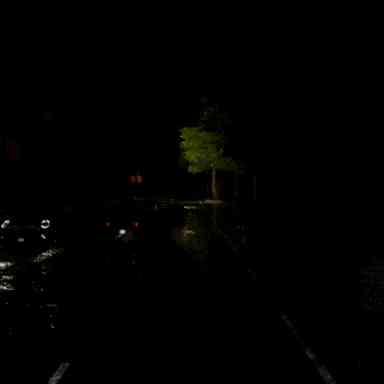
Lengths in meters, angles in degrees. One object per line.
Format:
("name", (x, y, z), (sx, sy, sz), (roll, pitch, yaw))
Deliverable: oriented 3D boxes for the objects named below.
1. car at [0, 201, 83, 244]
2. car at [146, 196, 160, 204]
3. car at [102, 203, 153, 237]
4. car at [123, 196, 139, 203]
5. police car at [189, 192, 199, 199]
("car", (-6.600, 1.251, 15.074), (2.097, 1.767, 4.553), (0, 0, 0))
("car", (-6.566, 1.324, 55.852), (1.895, 1.301, 4.718), (0, 0, 1))
("car", (-3.152, 1.486, 17.312), (1.895, 1.301, 4.718), (0, 0, 0))
("car", (-9.818, 1.276, 54.045), (2.033, 1.411, 5.357), (0, 0, 1))
("police car", (0.965, 1.075, 89.691), (1.930, 1.638, 5.238), (0, 0, 0))
